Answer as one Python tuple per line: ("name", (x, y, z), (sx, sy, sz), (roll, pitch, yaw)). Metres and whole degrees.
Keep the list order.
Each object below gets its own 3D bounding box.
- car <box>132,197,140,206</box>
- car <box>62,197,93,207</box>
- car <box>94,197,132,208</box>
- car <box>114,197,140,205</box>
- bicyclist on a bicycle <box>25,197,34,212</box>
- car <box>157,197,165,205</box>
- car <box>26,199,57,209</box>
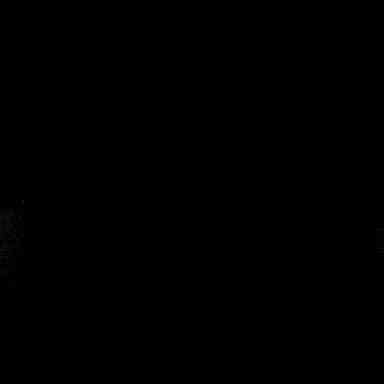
("car", (-10.100, 1.518, 53.369), (1.837, 1.490, 4.892), (-1, 0, 35))
("car", (-18.184, 1.541, 51.971), (1.967, 1.590, 4.097), (-1, 0, 35))
("car", (-11.170, 1.555, 47.124), (1.947, 1.339, 4.313), (-1, 0, 35))
("car", (-11.873, 1.602, 61.113), (1.752, 1.417, 4.829), (-1, 0, 35))
("bicyclist on a bicycle", (-16.620, 1.291, 34.017), (1.656, 1.620, 0.582), (-1, -1, 35))
("car", (-4.764, 1.509, 56.406), (1.887, 1.381, 4.507), (-1, 0, 35))
("car", (-21.385, 1.698, 47.330), (1.802, 1.307, 4.206), (-1, 0, 35))
